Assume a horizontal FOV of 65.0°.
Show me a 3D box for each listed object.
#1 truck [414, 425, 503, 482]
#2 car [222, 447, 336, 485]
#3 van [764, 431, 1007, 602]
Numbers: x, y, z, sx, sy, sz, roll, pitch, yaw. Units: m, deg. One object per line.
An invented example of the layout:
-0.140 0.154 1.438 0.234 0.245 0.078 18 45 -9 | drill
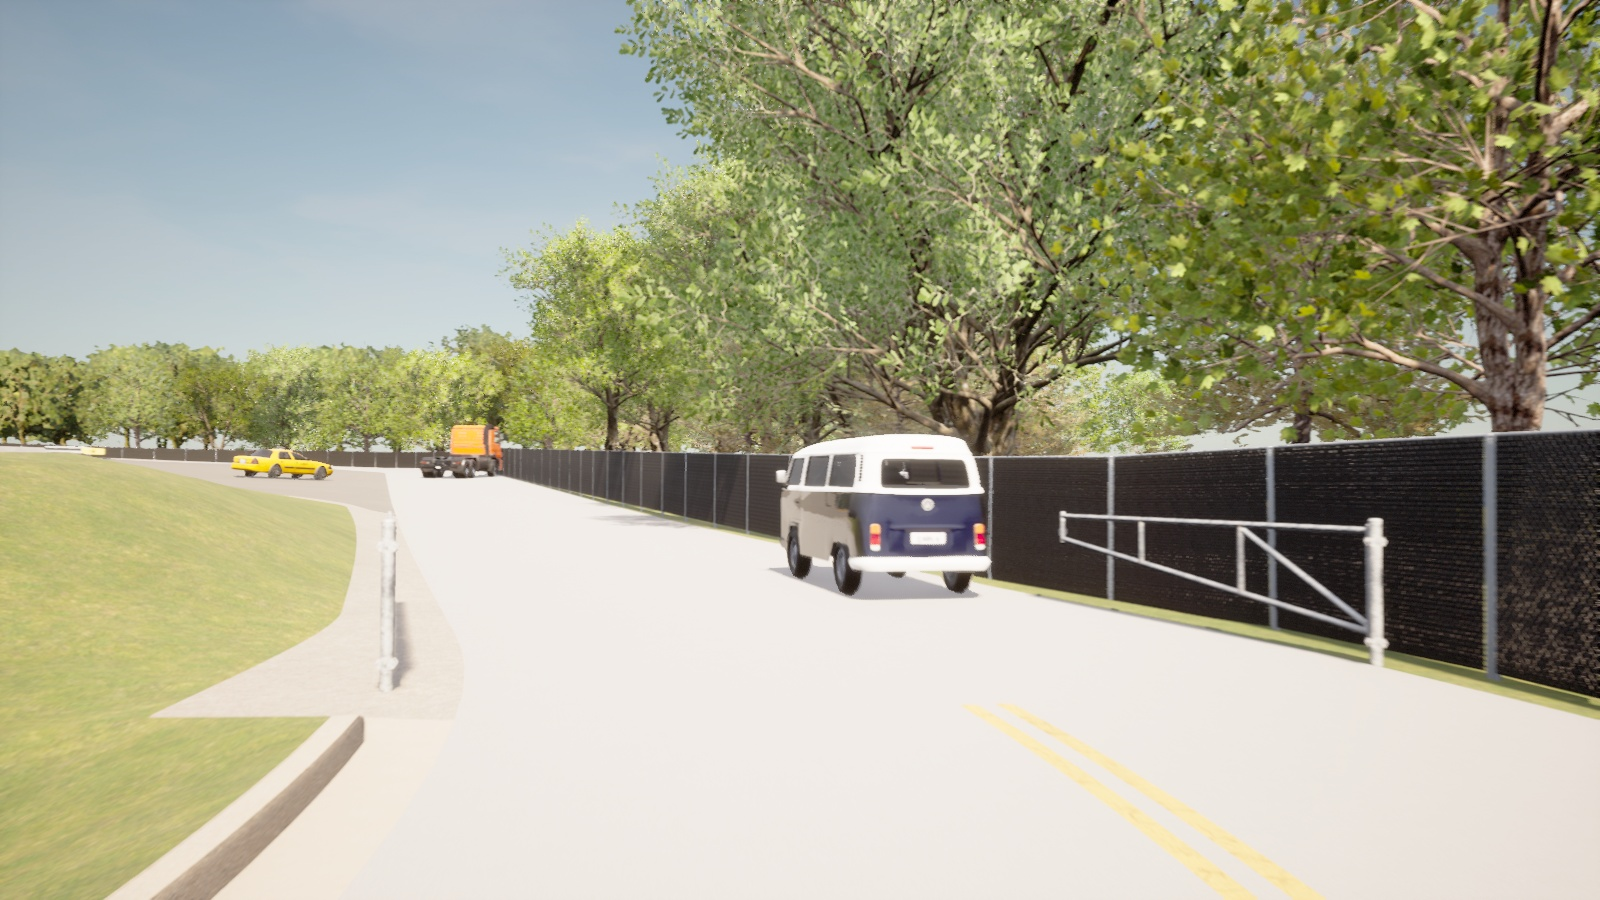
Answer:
-21.860 0.200 80.916 2.891 3.462 7.936 1 0 5 | truck
-25.919 0.834 62.729 1.801 1.575 5.366 3 -2 25 | car
1.005 0.838 17.461 2.069 2.038 4.480 0 -1 -14 | van
